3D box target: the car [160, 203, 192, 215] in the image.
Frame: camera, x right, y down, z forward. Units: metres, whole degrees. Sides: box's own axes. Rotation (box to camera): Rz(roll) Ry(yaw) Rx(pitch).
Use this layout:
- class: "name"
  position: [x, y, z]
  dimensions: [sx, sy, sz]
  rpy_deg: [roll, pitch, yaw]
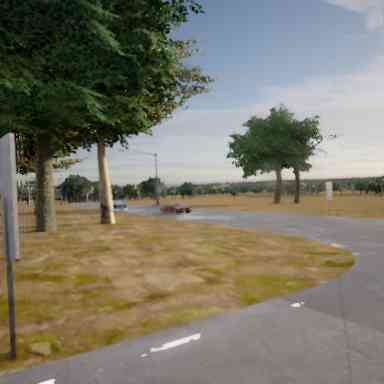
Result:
- class: "car"
  position: [-1.898, 1.878, 37.843]
  dimensions: [1.895, 1.301, 4.718]
  rpy_deg: [-3, 1, -31]

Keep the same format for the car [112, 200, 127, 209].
- class: "car"
  position: [-12.695, 2.142, 57.150]
  dimensions: [1.812, 1.442, 4.674]
  rpy_deg: [-3, 0, -28]
